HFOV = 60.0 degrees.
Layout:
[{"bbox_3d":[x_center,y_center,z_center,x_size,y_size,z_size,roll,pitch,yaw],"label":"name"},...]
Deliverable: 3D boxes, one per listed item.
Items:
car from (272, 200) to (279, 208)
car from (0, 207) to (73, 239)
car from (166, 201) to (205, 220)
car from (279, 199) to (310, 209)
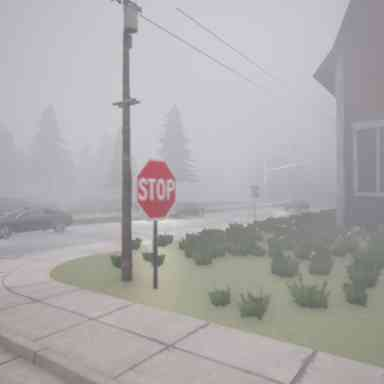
[{"bbox_3d":[13.124,1.666,47.637,1.895,1.301,4.718,0,0,37],"label":"car"},{"bbox_3d":[-8.894,1.561,18.021,2.128,1.511,4.902,0,0,36],"label":"car"},{"bbox_3d":[-0.733,1.572,29.054,1.837,1.490,4.892,0,0,37],"label":"car"},{"bbox_3d":[13.240,1.599,41.727,2.033,1.411,5.357,0,0,37],"label":"car"}]
